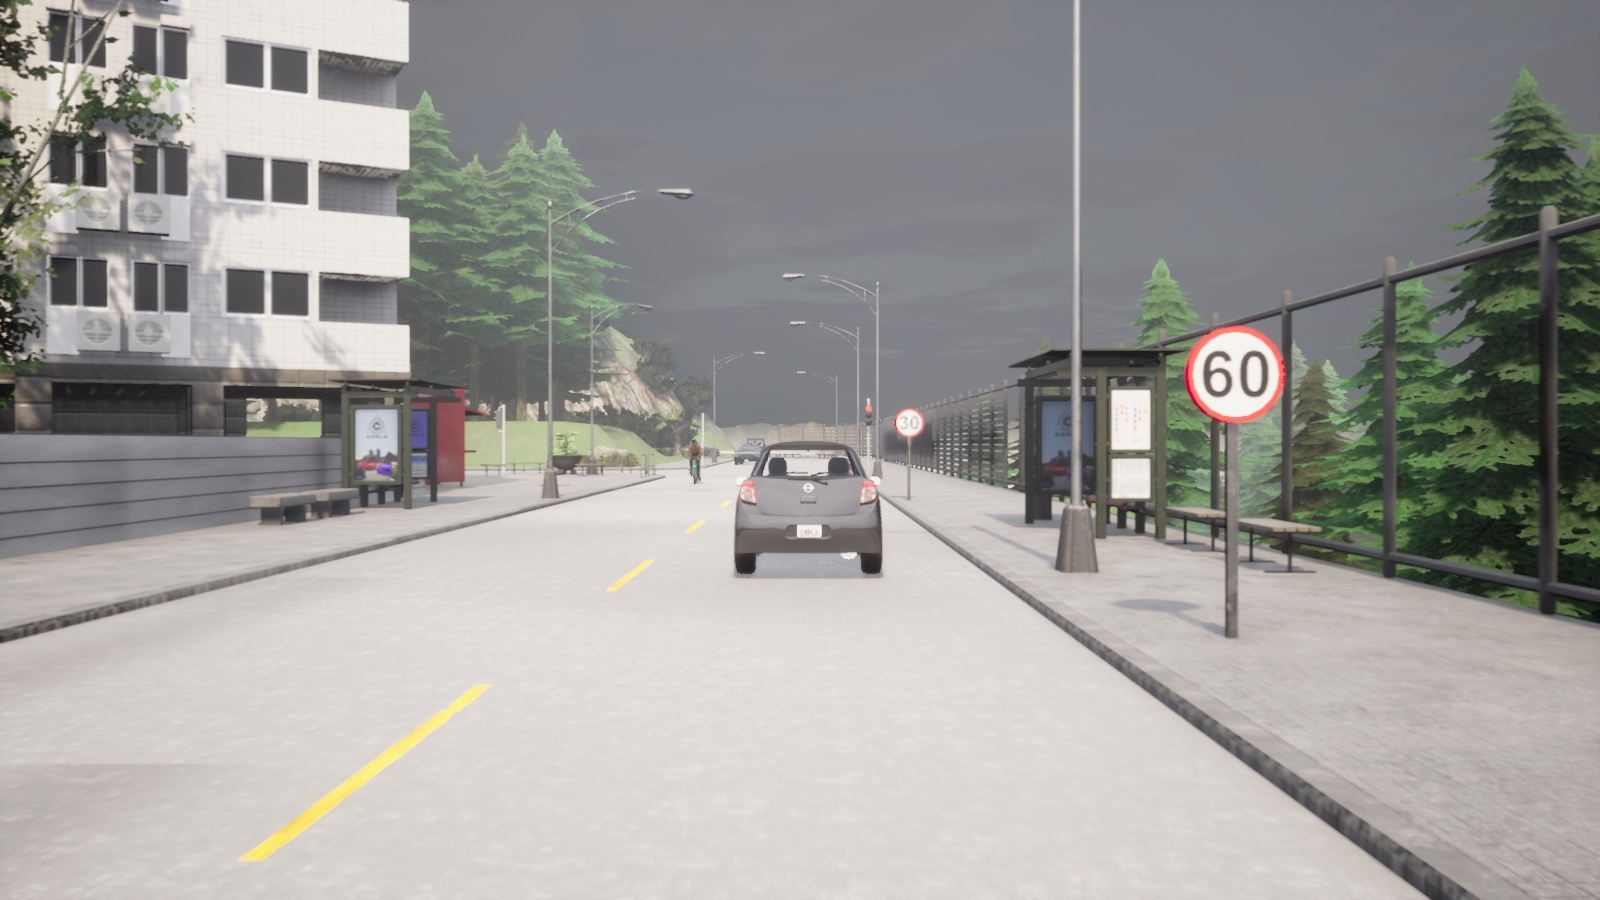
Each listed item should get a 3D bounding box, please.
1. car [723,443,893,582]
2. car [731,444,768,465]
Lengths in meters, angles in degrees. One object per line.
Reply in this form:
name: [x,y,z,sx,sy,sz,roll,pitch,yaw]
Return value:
car: [0.098,0.673,15.445,1.845,1.501,3.633,0,0,0]
car: [-3.421,0.303,86.544,2.033,1.411,5.357,0,0,3]
